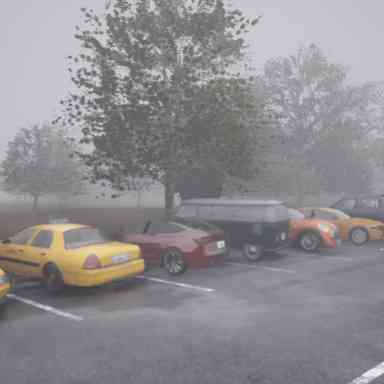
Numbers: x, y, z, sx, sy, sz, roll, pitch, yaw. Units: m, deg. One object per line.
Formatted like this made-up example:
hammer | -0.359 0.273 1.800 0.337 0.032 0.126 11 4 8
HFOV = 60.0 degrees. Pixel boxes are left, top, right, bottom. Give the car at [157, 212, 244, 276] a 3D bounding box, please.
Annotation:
car | -1.124 1.509 10.395 4.792 1.488 2.163 -1 0 35

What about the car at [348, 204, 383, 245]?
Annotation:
car | 6.148 1.459 15.531 5.008 1.535 2.097 -1 -1 35

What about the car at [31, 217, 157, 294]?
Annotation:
car | -3.670 1.481 8.774 5.366 1.575 1.946 -1 0 34

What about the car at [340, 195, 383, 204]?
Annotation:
car | 8.535 1.199 17.253 5.566 2.045 2.435 -1 0 35

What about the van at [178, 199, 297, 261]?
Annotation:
van | 1.218 1.249 12.156 4.442 1.987 1.878 -1 0 35

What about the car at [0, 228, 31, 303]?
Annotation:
car | -5.784 1.478 6.843 5.366 1.575 1.946 -1 -1 34

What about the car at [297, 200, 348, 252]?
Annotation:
car | 3.709 1.342 13.828 4.553 1.767 2.185 -1 -1 35
